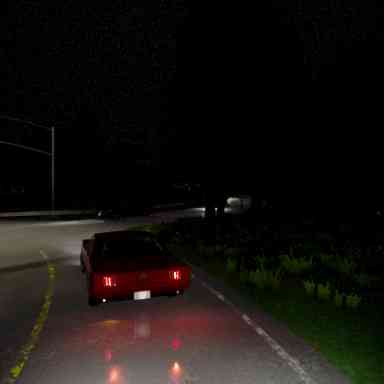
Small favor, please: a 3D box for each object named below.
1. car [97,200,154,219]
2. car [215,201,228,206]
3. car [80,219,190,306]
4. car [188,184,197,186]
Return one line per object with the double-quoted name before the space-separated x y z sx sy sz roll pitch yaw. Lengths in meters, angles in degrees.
"car" -5.458 1.437 27.608 4.902 1.511 2.128 -2 1 -45
"car" 2.910 0.857 38.400 1.837 1.490 4.892 0 3 18
"car" -1.688 1.601 8.167 1.895 1.301 4.718 0 0 -21
"car" 0.065 -1.820 70.112 2.128 1.511 4.902 0 5 -1
